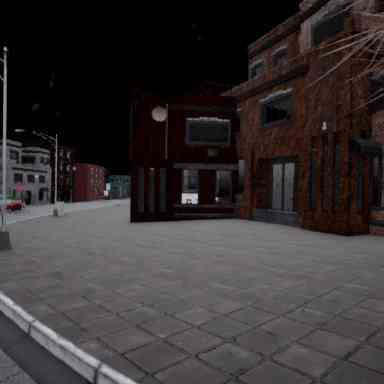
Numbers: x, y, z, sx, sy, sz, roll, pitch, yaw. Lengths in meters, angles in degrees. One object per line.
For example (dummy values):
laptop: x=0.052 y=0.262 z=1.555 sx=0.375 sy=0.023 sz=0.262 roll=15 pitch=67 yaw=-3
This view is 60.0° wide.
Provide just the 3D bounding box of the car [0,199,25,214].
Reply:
car: x=-20.511 y=1.536 z=37.058 sx=1.882 sy=1.535 sz=5.008 roll=1 pitch=0 yaw=-2
